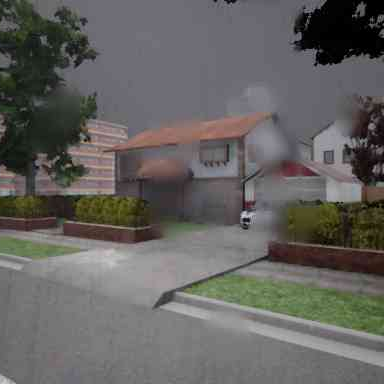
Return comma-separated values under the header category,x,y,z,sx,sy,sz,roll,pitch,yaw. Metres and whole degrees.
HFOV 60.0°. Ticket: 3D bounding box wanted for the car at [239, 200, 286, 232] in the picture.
category,x,y,z,sx,sy,sz,roll,pitch,yaw
car,4.066,1.168,17.411,1.970,1.475,3.806,0,0,36
